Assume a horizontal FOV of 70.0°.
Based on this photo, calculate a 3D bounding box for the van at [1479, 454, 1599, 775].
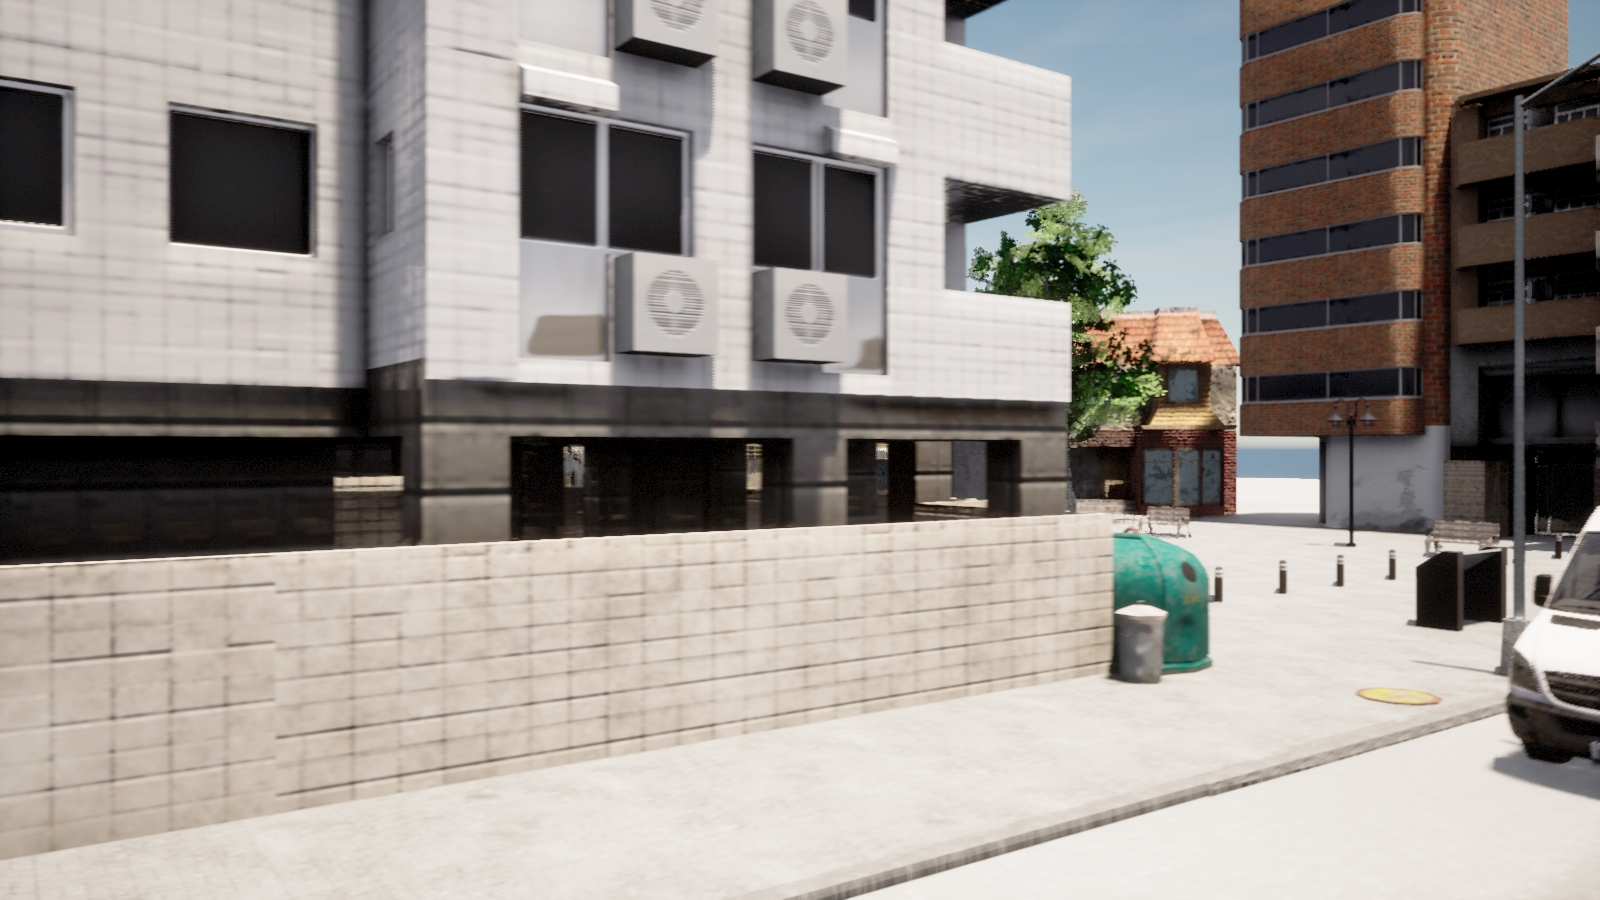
[{"bbox_3d":[8.868,1.314,10.735,5.915,2.561,1.988,0,0,-35],"label":"van"}]
